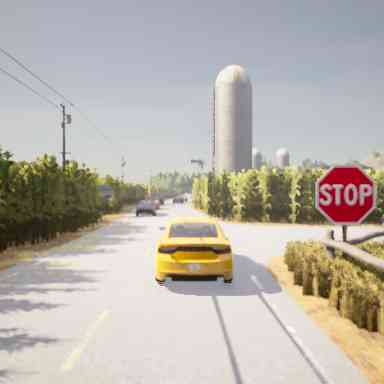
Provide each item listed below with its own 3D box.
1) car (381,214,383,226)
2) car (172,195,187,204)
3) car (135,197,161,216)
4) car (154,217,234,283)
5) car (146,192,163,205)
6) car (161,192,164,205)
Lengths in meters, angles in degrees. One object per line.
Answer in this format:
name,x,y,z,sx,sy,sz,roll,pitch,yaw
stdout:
car,13.409,1.309,19.076,4.553,1.767,2.097,0,0,0
car,-2.545,1.408,60.991,2.033,1.411,5.357,0,0,2
car,-4.283,1.475,31.600,2.033,1.411,5.357,0,0,-5
car,0.039,1.455,9.670,1.882,1.535,5.008,0,0,0
car,-5.091,1.257,41.658,2.097,1.767,4.553,0,0,-4
car,-5.791,1.097,54.681,2.150,2.045,5.566,0,0,-1
